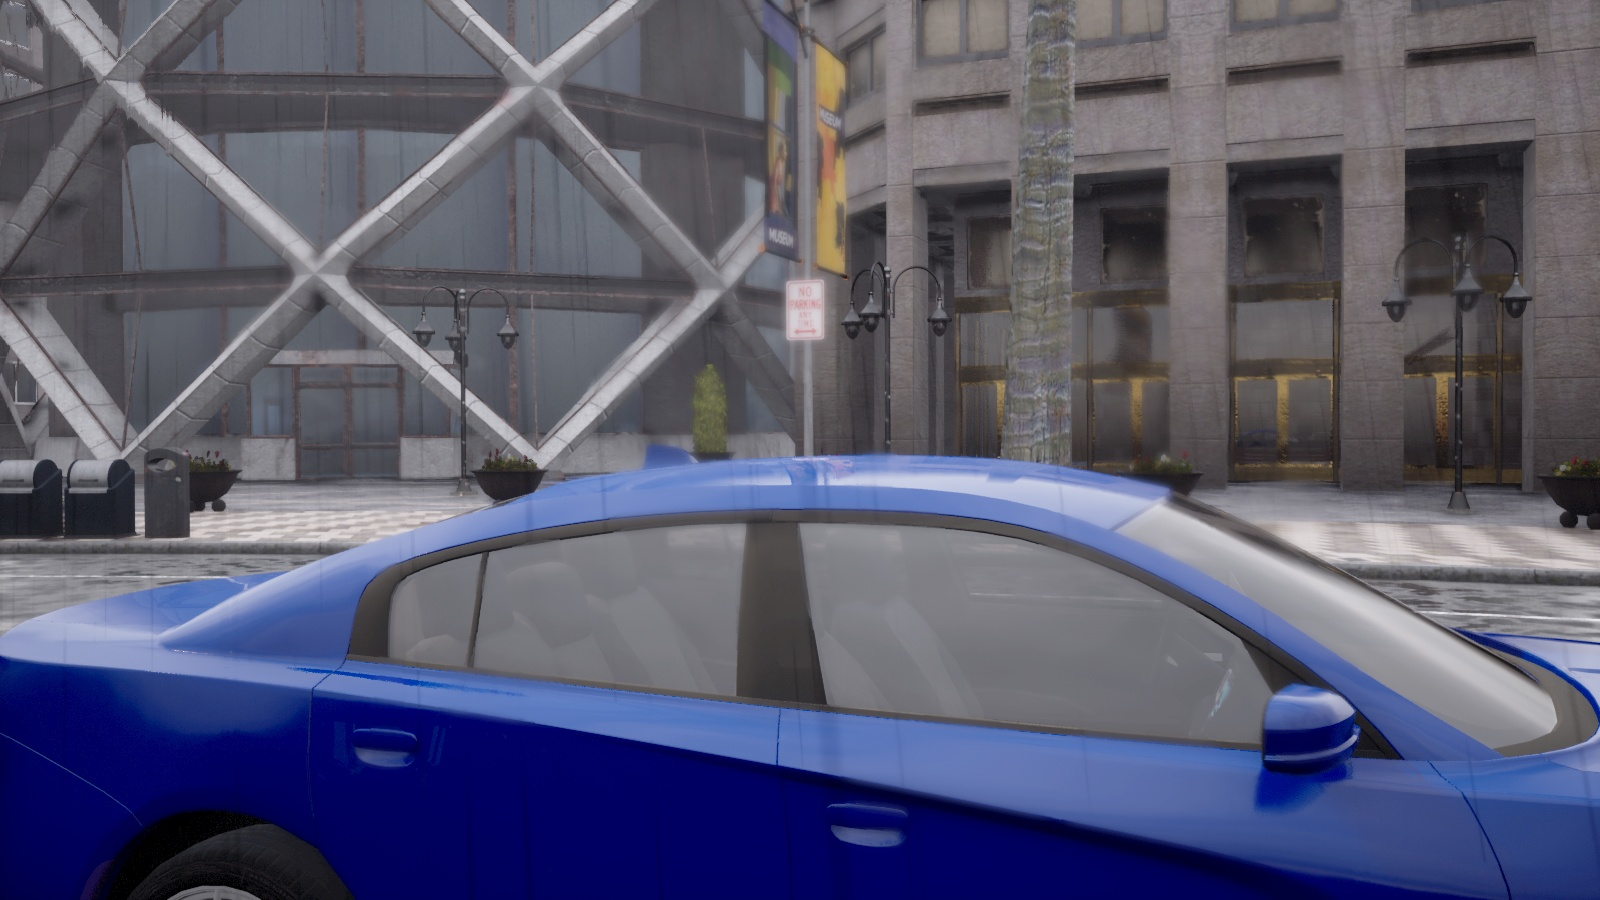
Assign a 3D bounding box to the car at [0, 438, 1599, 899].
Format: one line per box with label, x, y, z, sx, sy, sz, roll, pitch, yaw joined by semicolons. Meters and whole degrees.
car;0.436;0.756;3.088;5.008;1.535;1.882;1;1;17
